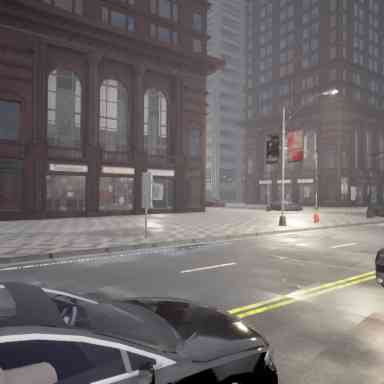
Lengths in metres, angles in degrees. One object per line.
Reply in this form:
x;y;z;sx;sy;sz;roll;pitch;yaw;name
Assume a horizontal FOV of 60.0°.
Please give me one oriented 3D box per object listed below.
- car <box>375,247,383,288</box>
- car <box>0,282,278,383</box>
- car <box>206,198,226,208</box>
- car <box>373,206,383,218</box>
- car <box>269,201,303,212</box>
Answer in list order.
6.198;1.516;7.843;4.892;1.490;1.837;0;0;-35;car
-1.421;1.492;2.426;4.902;1.511;2.128;0;0;-35;car
3.237;1.737;51.587;1.882;1.535;5.008;1;-1;-35;car
17.954;1.659;28.390;2.033;1.411;5.357;0;-1;-13;car
11.266;1.760;40.264;1.994;1.385;4.181;1;-1;-35;car
